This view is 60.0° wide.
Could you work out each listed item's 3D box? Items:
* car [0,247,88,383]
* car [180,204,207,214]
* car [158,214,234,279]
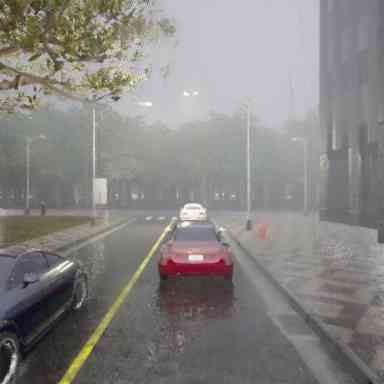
[{"bbox_3d":[-3.056,1.572,4.922,1.994,1.385,4.181,0,0,0],"label":"car"},{"bbox_3d":[0.096,1.560,23.853,1.812,1.442,4.674,0,0,0],"label":"car"},{"bbox_3d":[0.096,1.578,10.123,1.994,1.385,4.181,0,0,0],"label":"car"}]
